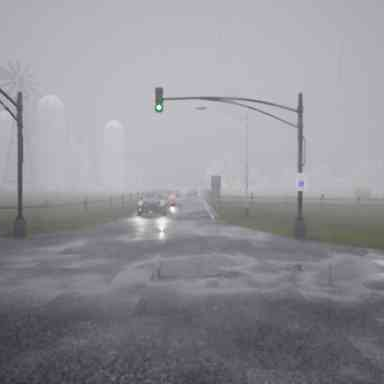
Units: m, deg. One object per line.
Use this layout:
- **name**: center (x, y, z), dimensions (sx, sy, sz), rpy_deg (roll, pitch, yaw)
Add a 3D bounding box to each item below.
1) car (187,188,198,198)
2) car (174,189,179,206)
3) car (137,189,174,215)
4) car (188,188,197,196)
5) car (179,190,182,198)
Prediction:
- **car**: center (0.098, 0.155, 56.808), dimensions (2.128, 1.511, 4.902), rpy_deg (0, 1, 0)
- **car**: center (-2.788, 0.524, 35.037), dimensions (2.097, 1.767, 4.553), rpy_deg (0, 1, 0)
- **car**: center (-2.834, 0.749, 25.462), dimensions (2.097, 1.767, 4.553), rpy_deg (0, 1, 1)
- **car**: center (0.122, -0.067, 67.227), dimensions (1.837, 1.490, 4.892), rpy_deg (0, 1, 0)
- **car**: center (-2.681, 0.253, 54.896), dimensions (2.033, 1.411, 5.357), rpy_deg (0, 1, 1)
